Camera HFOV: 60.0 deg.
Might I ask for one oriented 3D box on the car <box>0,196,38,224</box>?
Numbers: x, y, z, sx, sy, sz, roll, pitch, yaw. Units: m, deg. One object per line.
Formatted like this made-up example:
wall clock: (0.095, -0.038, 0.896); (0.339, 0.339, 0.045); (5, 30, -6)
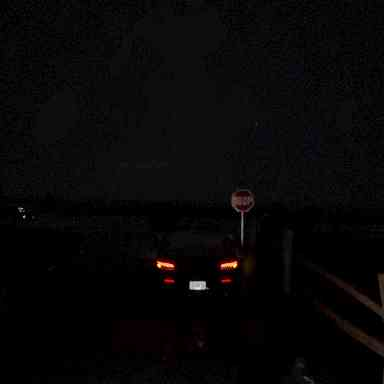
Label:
car: (-12.689, 1.035, 21.996); (4.553, 1.767, 2.097); (2, 3, 2)

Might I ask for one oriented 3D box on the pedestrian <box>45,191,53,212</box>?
pedestrian: (-12.037, 0.779, 27.990); (0.375, 1.860, 0.375); (0, 1, 0)

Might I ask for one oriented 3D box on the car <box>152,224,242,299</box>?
car: (0.091, 1.519, 8.305); (1.812, 1.442, 4.674); (0, 0, 0)
